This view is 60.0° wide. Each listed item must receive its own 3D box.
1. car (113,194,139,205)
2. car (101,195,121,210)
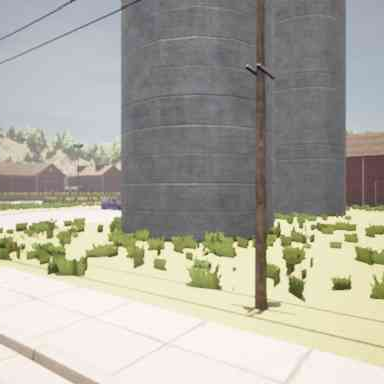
[{"bbox_3d":[-12.115,1.324,60.816,4.605,1.855,1.932,0,0,35],"label":"car"},{"bbox_3d":[-9.321,1.490,41.729,4.611,1.667,2.242,0,0,35],"label":"car"}]
